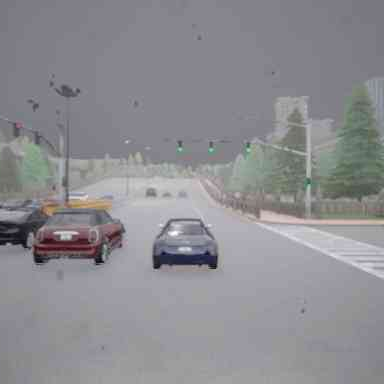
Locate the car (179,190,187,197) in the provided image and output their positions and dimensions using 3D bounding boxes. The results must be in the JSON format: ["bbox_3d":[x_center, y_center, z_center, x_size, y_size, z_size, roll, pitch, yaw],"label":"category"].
[{"bbox_3d":[-2.098,0.364,74.634,2.033,1.411,5.357,0,7,-2],"label":"car"}]

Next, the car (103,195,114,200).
[{"bbox_3d":[-15.709,1.225,61.659,2.033,1.411,5.357,0,3,-2],"label":"car"}]

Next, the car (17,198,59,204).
[{"bbox_3d":[-14.985,1.539,32.903,1.994,1.385,4.181,0,0,-1],"label":"car"}]

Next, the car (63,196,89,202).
[{"bbox_3d":[-15.213,1.538,42.144,2.033,1.411,5.357,0,0,-1],"label":"car"}]

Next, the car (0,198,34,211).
[{"bbox_3d":[-22.210,1.498,42.142,2.033,1.411,5.357,0,0,-1],"label":"car"}]

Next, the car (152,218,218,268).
[{"bbox_3d":[-0.234,1.583,11.352,1.994,1.385,4.181,0,0,-1],"label":"car"}]

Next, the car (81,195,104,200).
[{"bbox_3d":[-15.413,1.587,51.079,1.895,1.301,4.718,0,0,-1],"label":"car"}]

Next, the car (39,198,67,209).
[{"bbox_3d":[-18.782,1.577,45.265,1.895,1.301,4.718,0,0,-1],"label":"car"}]

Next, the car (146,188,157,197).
[{"bbox_3d":[-9.099,-0.010,74.622,2.150,2.045,5.566,0,7,-2],"label":"car"}]

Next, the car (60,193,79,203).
[{"bbox_3d":[-22.721,1.115,61.965,1.837,1.490,4.892,0,3,-2],"label":"car"}]

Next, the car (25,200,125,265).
[{"bbox_3d":[-3.747,1.352,11.877,2.097,1.767,4.553,0,0,-1],"label":"car"}]

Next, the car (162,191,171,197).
[{"bbox_3d":[-5.595,0.412,74.456,1.895,1.301,4.718,0,7,-2],"label":"car"}]

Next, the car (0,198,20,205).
[{"bbox_3d":[-18.562,1.465,36.014,1.837,1.490,4.892,0,0,-1],"label":"car"}]

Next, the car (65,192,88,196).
[{"bbox_3d":[-19.032,1.096,55.927,2.150,2.045,5.566,0,2,-2],"label":"car"}]

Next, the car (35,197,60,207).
[{"bbox_3d":[-22.417,1.539,51.712,1.895,1.301,4.718,0,1,-2],"label":"car"}]

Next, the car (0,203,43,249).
[{"bbox_3d":[-7.315,1.463,14.505,1.882,1.535,5.008,0,0,-1],"label":"car"}]
